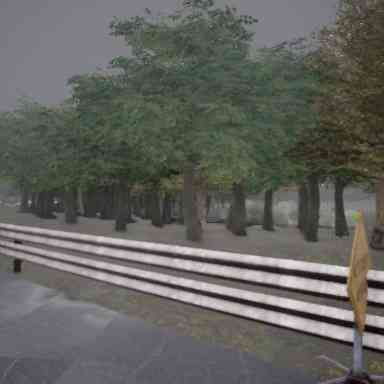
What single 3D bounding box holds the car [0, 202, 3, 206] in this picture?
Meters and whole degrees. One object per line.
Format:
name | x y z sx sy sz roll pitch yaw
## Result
car | -47.546 2.560 80.333 2.097 1.767 4.553 0 -1 -8
